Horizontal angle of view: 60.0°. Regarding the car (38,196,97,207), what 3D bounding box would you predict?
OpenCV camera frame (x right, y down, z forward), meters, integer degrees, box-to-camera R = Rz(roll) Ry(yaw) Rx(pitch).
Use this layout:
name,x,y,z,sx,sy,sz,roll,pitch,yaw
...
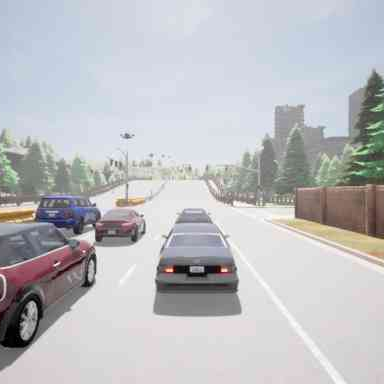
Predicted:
name,x,y,z,sx,sy,sz,roll,pitch,yaw
car,-6.899,1.222,19.043,2.150,2.045,5.566,0,0,0

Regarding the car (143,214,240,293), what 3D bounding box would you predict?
name,x,y,z,sx,sy,sz,roll,pitch,yaw
car,0.100,1.547,8.965,2.033,1.411,5.357,0,0,0

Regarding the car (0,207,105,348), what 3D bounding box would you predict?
name,x,y,z,sx,sy,sz,roll,pitch,yaw
car,-3.401,1.352,6.456,2.097,1.767,4.553,0,0,0

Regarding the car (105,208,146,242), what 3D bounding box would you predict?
name,x,y,z,sx,sy,sz,roll,pitch,yaw
car,-3.402,1.526,16.255,1.812,1.442,4.674,0,0,-1

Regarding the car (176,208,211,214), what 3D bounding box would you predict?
name,x,y,z,sx,sy,sz,roll,pitch,yaw
car,0.101,1.564,18.205,1.994,1.385,4.181,0,0,0
